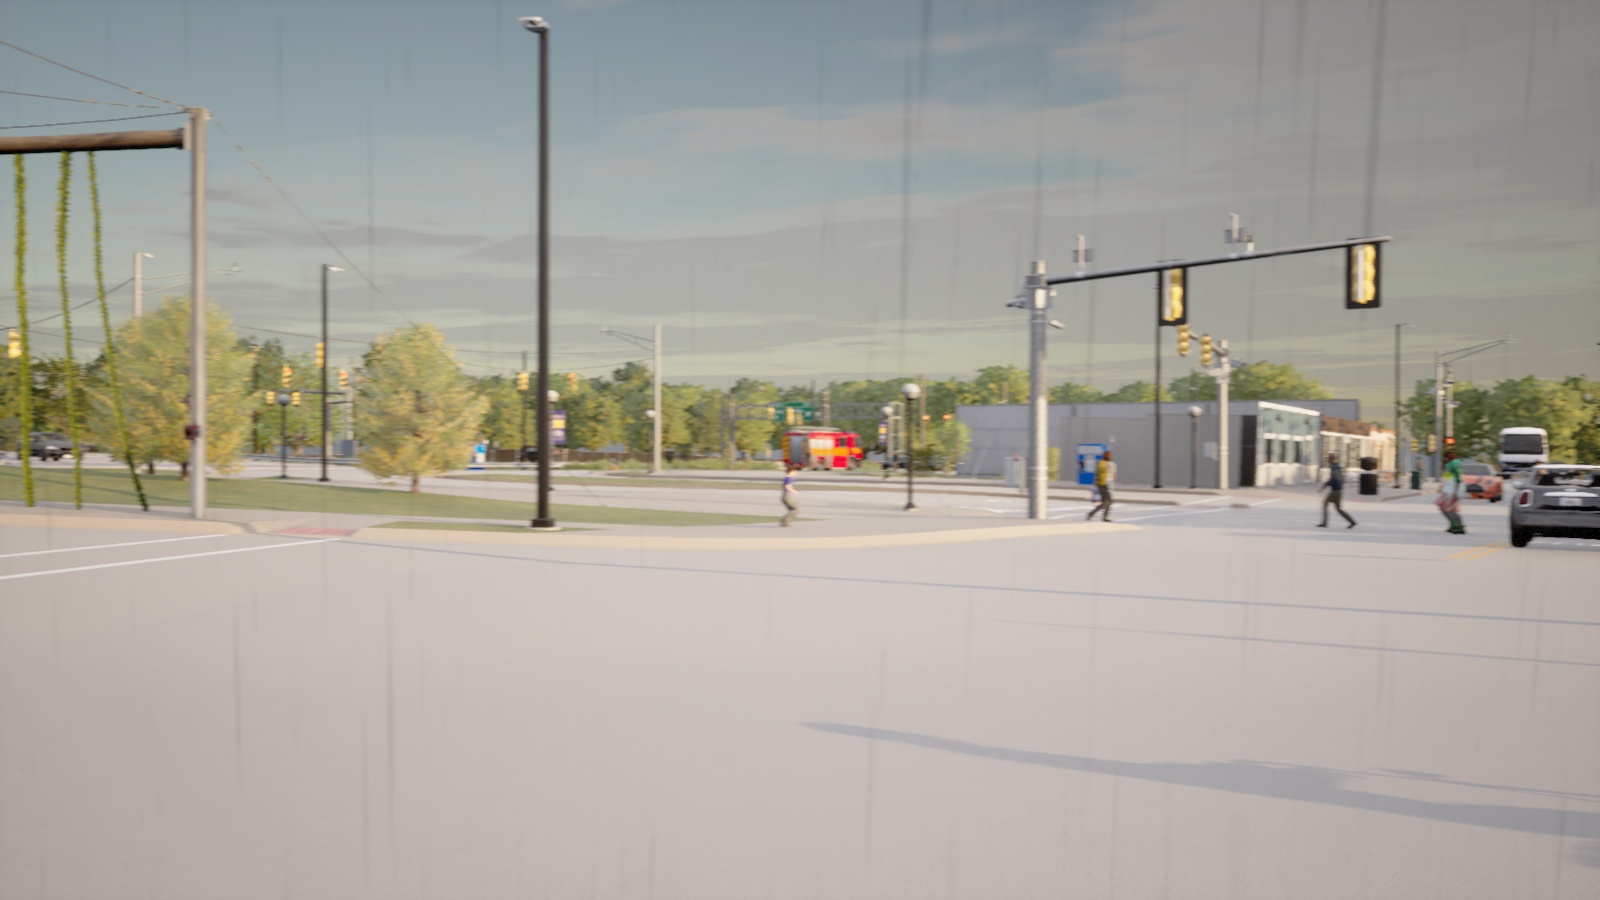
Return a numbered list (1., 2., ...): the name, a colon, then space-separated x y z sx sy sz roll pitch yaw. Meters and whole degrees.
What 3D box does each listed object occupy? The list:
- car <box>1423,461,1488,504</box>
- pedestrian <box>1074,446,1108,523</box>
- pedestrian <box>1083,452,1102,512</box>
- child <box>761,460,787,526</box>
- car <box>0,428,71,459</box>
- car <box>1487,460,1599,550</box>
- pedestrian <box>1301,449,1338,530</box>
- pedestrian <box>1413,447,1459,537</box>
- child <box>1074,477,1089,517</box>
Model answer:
1. car: 28.694 1.388 54.942 2.097 1.767 4.553 1 0 33
2. pedestrian: 7.022 0.813 30.289 0.726 1.835 0.370 0 0 30
3. pedestrian: 9.028 0.973 38.757 0.354 1.836 0.706 0 0 29
4. child: -0.495 0.820 24.085 0.437 1.263 0.270 0 0 -18
5. car: -43.811 -0.356 71.515 4.611 1.667 2.242 1 -1 35
6. car: 13.760 0.981 22.854 1.970 1.475 3.806 1 -1 32
7. pedestrian: 12.033 0.901 29.099 0.726 1.842 0.402 0 0 30
8. pedestrian: 14.123 0.922 27.890 0.873 1.952 0.659 0 0 29
9. child: 7.998 1.340 35.628 0.255 1.110 0.394 1 0 39
